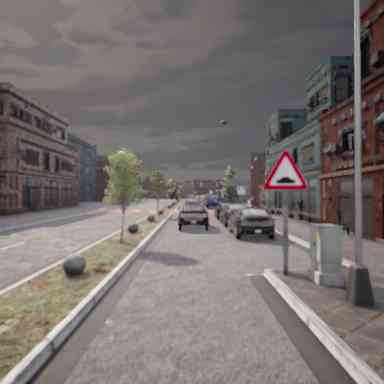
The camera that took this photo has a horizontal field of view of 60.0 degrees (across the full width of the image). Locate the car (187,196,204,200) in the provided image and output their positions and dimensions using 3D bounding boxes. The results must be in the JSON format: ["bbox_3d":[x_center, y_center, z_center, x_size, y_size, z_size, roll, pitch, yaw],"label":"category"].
[{"bbox_3d":[0.087,1.530,39.822,1.895,1.301,4.718,0,-5,0],"label":"car"}]

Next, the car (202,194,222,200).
[{"bbox_3d":[2.983,1.262,45.077,2.435,2.045,5.566,0,0,0],"label":"car"}]

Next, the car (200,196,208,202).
[{"bbox_3d":[2.970,1.694,83.817,2.002,1.452,4.674,0,0,0],"label":"car"}]

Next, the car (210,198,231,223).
[{"bbox_3d":[2.988,1.542,28.636,2.163,1.488,4.792,0,0,0],"label":"car"}]

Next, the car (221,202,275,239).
[{"bbox_3d":[2.991,1.508,17.431,2.231,1.521,4.892,0,0,0],"label":"car"}]

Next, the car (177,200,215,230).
[{"bbox_3d":[0.093,1.521,21.632,2.128,1.511,4.902,0,0,0],"label":"car"}]
